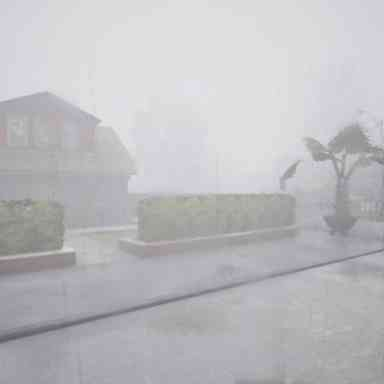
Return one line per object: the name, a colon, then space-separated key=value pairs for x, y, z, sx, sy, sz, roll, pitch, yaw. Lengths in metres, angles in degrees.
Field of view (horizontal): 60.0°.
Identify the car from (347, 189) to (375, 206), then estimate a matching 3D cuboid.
car: x=18.054 y=0.595 z=36.714 sx=3.866 sy=1.878 sz=1.905 roll=-1 pitch=0 yaw=0
